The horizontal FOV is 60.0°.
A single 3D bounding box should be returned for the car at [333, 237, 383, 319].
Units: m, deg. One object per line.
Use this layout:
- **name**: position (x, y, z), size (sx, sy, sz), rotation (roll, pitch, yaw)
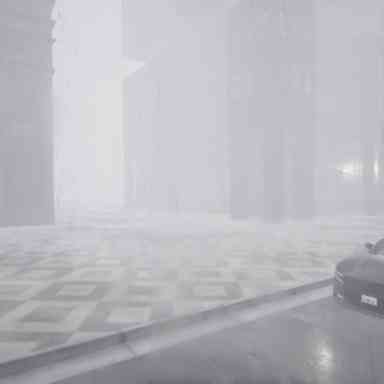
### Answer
- **car**: position (4.915, 1.491, 6.829), size (5.008, 1.535, 1.882), rotation (0, 0, -35)
